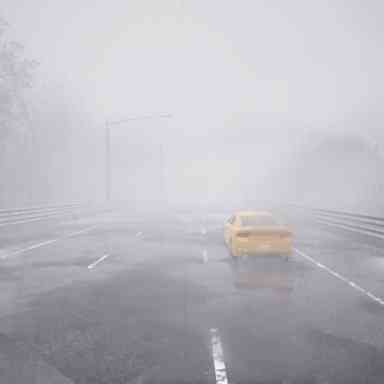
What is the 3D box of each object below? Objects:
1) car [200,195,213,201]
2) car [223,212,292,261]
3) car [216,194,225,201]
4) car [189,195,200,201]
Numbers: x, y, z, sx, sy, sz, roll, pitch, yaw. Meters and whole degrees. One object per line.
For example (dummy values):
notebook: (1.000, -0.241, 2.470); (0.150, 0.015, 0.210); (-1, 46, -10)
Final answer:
car: (3.770, 1.677, 85.814); (1.895, 1.301, 4.718); (0, 0, 7)
car: (2.249, 1.481, 12.384); (1.882, 1.535, 5.008); (0, 0, 1)
car: (7.333, 1.437, 86.171); (2.097, 1.767, 4.553); (0, 0, 7)
car: (0.240, 1.622, 85.746); (2.033, 1.411, 5.357); (0, 0, 7)
